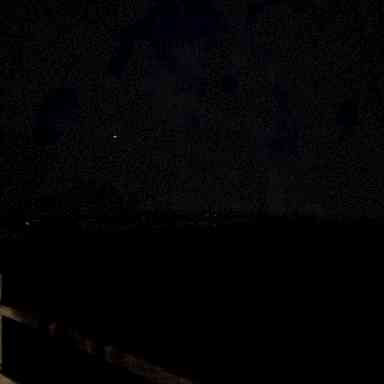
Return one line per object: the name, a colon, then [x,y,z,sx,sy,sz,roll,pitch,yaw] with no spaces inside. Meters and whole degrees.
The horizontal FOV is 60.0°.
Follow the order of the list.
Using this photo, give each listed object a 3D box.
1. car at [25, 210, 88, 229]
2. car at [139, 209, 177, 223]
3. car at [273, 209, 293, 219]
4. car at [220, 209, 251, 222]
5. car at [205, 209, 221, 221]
car: [-10.678,2.167,26.475,2.128,1.511,4.902,0,-2,36]
car: [-3.648,2.652,36.307,2.128,1.511,4.902,0,-2,36]
car: [16.233,3.779,59.066,2.097,1.767,4.553,0,-3,38]
car: [6.356,3.192,45.234,2.128,1.511,4.902,0,-2,36]
car: [3.727,3.191,46.577,1.837,1.490,4.892,0,-3,36]
